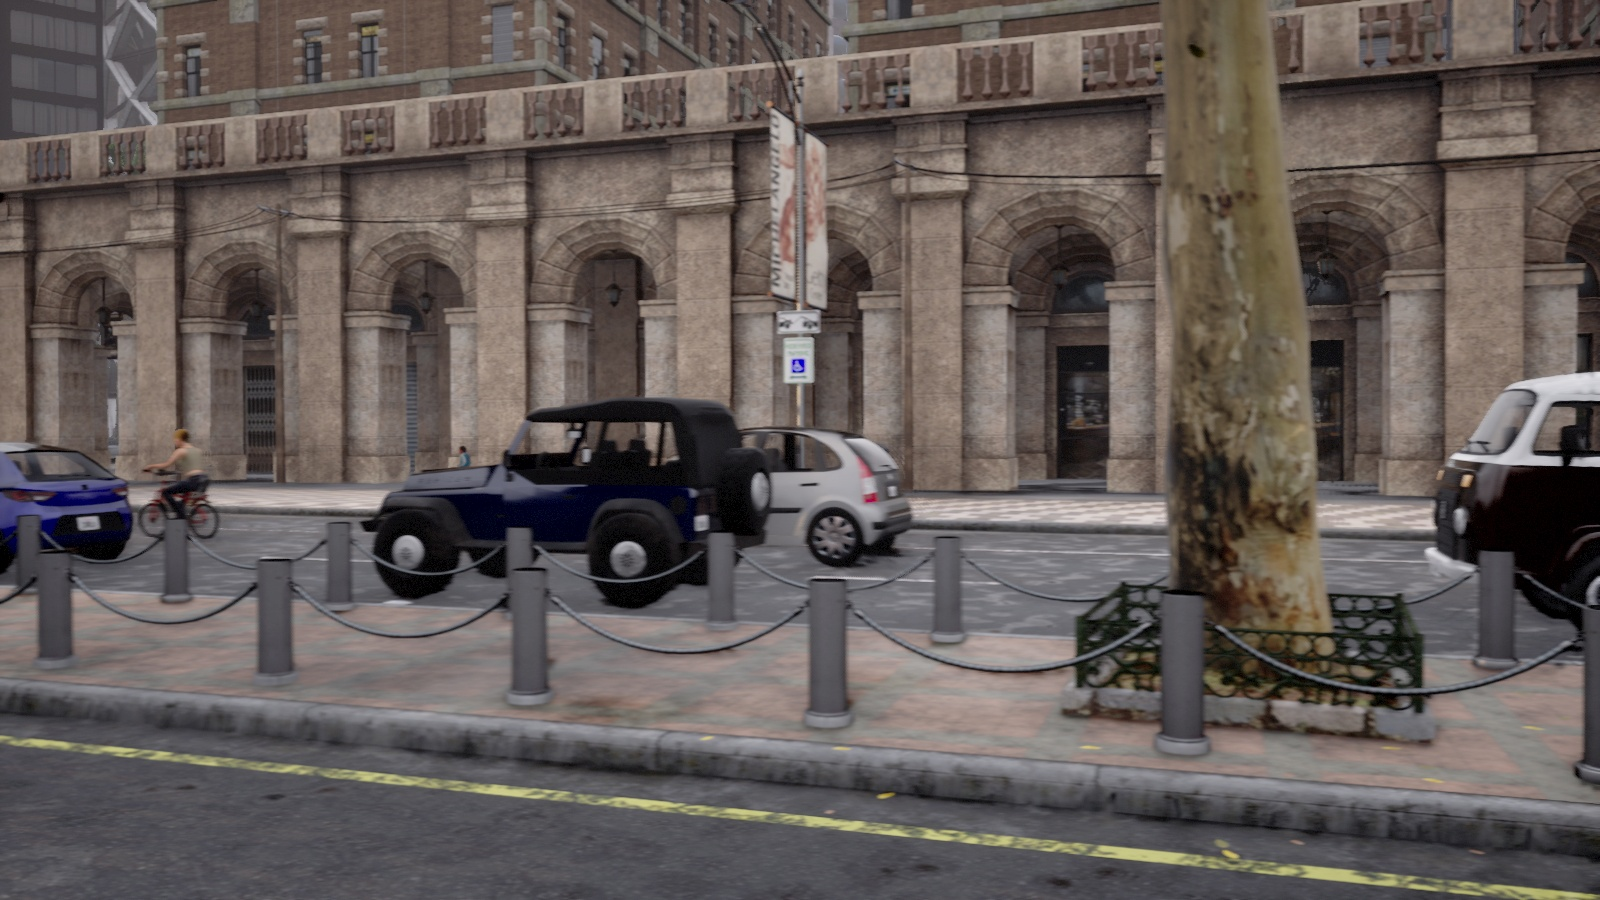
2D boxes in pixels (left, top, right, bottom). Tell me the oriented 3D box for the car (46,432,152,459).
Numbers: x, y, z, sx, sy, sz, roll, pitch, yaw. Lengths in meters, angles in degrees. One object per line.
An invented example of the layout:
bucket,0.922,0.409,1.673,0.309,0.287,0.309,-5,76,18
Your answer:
car,-36.327,-0.254,65.213,1.895,1.301,4.718,1,1,19

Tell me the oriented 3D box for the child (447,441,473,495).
child,-7.528,0.389,27.829,0.448,1.192,0.343,1,1,25

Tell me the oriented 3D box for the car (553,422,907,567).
car,-0.834,0.472,15.604,3.988,1.617,1.851,1,1,19

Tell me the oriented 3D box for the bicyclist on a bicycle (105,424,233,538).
bicyclist on a bicycle,-9.256,0.433,18.433,1.509,1.612,0.866,1,1,19

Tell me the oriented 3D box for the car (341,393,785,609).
car,-2.285,0.415,12.400,3.866,1.878,1.905,1,1,18

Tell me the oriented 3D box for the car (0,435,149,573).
car,-10.181,0.561,15.058,4.193,1.474,1.816,1,1,19

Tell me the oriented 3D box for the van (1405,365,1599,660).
van,7.078,0.428,9.248,4.480,2.038,2.069,1,1,19
